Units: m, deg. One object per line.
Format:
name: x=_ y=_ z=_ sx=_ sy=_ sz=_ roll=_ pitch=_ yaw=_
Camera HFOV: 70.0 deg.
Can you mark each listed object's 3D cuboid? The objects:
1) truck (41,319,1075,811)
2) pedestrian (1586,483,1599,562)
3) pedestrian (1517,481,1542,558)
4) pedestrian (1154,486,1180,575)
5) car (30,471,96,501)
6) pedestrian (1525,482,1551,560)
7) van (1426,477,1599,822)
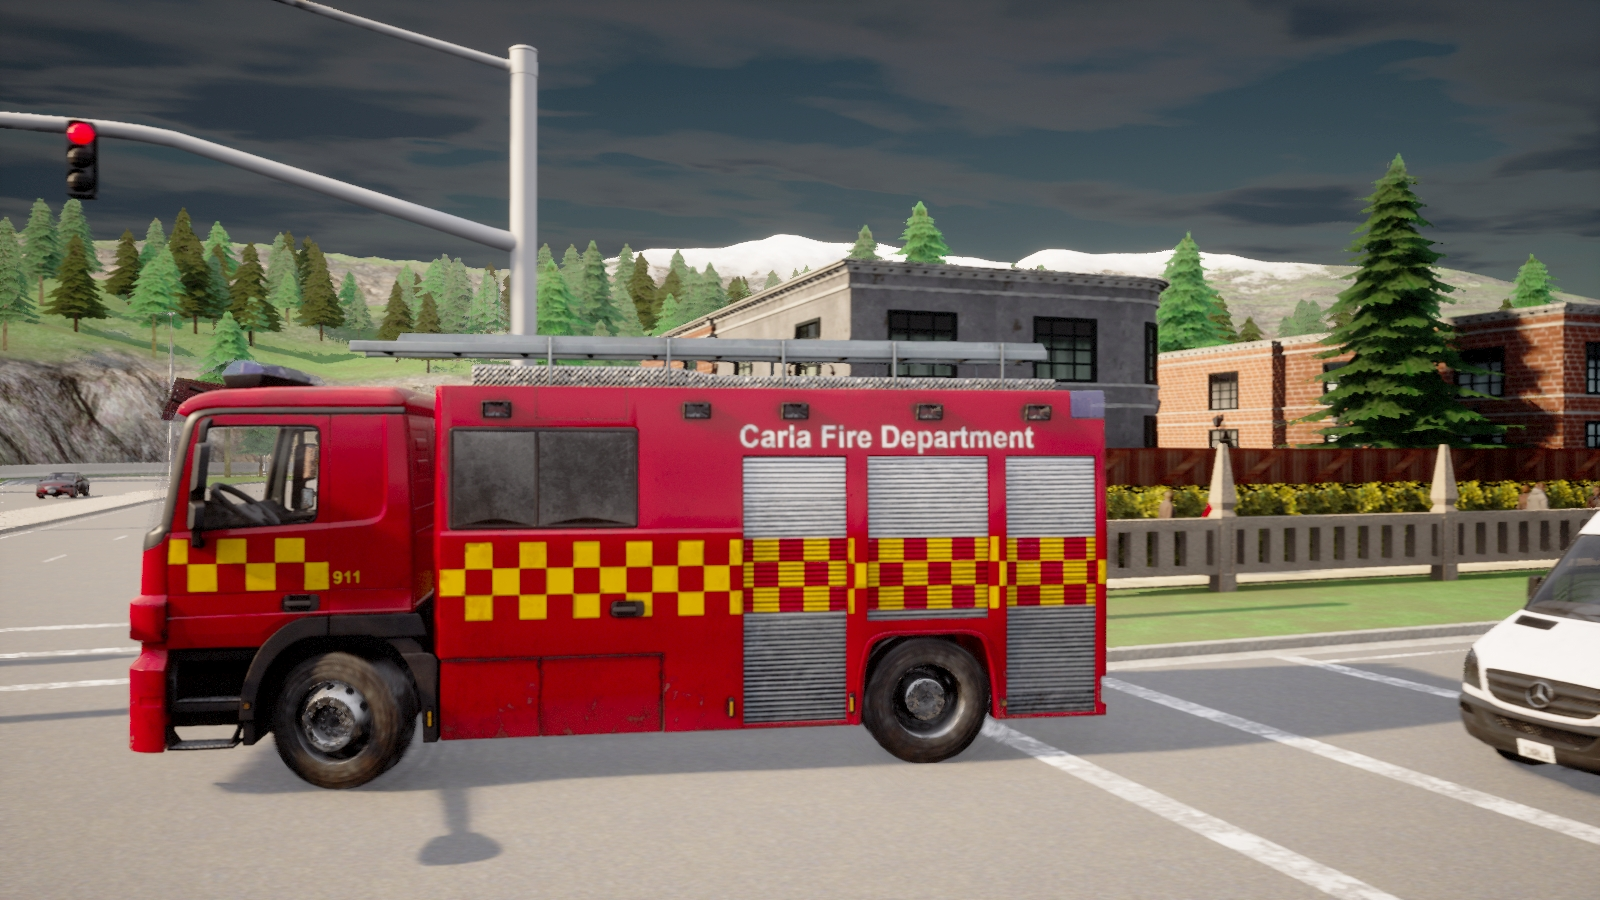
truck: x=-1.953 y=0.891 z=10.990 sx=8.468 sy=3.827 sz=2.891 roll=0 pitch=0 yaw=-9
pedestrian: x=18.898 y=1.706 z=27.007 sx=0.375 sy=1.860 sz=0.375 roll=0 pitch=0 yaw=-19
pedestrian: x=17.964 y=1.707 z=28.133 sx=0.375 sy=1.860 sz=0.375 roll=0 pitch=0 yaw=-17
pedestrian: x=7.793 y=1.699 z=24.237 sx=0.375 sy=1.860 sz=0.375 roll=0 pitch=0 yaw=-20
car: x=-42.395 y=2.042 z=65.824 sx=2.128 sy=1.511 sz=4.902 roll=0 pitch=0 yaw=-19
pedestrian: x=17.770 y=1.705 z=27.510 sx=0.375 sy=1.860 sz=0.375 roll=0 pitch=0 yaw=-5
van: x=8.645 y=1.539 z=10.165 sx=5.915 sy=2.561 sz=1.988 roll=0 pitch=0 yaw=-20
